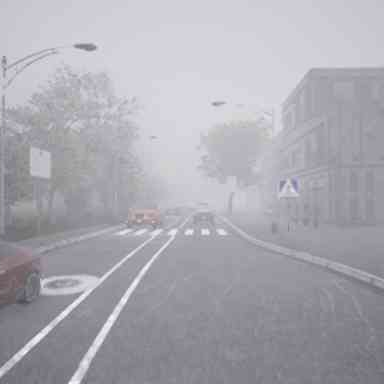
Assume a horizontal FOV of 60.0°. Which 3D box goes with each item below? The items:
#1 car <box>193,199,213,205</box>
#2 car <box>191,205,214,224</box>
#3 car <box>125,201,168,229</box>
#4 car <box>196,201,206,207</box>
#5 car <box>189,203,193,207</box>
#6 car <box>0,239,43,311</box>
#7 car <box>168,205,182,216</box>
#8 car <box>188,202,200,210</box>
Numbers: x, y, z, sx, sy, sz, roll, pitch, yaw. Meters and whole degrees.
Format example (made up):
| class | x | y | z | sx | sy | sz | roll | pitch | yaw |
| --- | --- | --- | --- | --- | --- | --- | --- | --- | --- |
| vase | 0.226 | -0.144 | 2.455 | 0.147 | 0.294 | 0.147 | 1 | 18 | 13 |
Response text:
| class | x | y | z | sx | sy | sz | roll | pitch | yaw |
| --- | --- | --- | --- | --- | --- | --- | --- | --- | --- |
| car | 1.698 | 2.457 | 49.887 | 2.150 | 2.045 | 5.566 | 0 | -2 | 2 |
| car | 1.104 | 2.182 | 31.396 | 1.812 | 1.442 | 4.674 | 0 | -2 | 2 |
| car | -3.459 | 1.690 | 25.410 | 2.150 | 2.045 | 5.566 | 0 | -2 | 3 |
| car | 2.618 | 3.343 | 93.912 | 2.002 | 1.452 | 4.674 | -1 | 1 | 14 |
| car | -0.140 | 3.583 | 77.478 | 2.002 | 1.452 | 4.674 | -2 | 0 | 6 |
| car | -4.175 | 1.556 | 5.528 | 1.812 | 1.442 | 4.674 | 0 | 0 | 1 |
| car | -2.543 | 2.680 | 48.334 | 2.128 | 1.511 | 4.902 | 0 | -2 | 4 |
| car | 0.562 | 3.440 | 83.580 | 2.097 | 1.535 | 5.008 | 1 | 1 | 11 |
